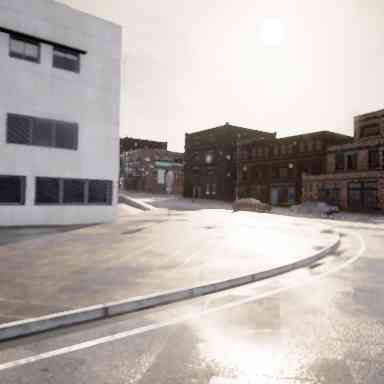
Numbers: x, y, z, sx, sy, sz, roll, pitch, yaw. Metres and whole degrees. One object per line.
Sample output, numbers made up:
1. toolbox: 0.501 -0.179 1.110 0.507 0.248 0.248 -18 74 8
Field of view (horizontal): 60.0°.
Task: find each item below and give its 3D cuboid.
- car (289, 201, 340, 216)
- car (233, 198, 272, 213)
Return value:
1. car: 12.537 1.659 34.384 2.033 1.411 5.357 2 0 -26
2. car: 6.670 1.441 36.833 1.882 1.535 5.008 2 0 -32
